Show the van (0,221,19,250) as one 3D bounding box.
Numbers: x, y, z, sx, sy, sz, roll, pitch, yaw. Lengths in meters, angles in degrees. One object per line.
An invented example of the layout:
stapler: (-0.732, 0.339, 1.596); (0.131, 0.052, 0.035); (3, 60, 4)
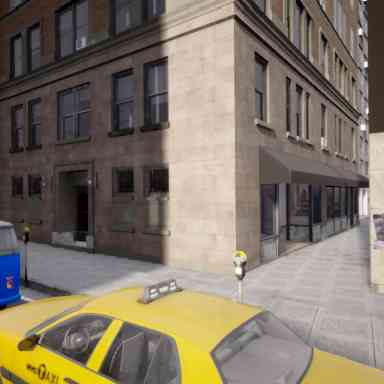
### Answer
van: (-4.977, 1.344, 6.430); (3.998, 1.788, 1.690); (0, -1, 36)

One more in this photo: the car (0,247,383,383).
car: (-0.505, 1.526, 3.222); (4.829, 1.417, 1.752); (0, -1, 36)
